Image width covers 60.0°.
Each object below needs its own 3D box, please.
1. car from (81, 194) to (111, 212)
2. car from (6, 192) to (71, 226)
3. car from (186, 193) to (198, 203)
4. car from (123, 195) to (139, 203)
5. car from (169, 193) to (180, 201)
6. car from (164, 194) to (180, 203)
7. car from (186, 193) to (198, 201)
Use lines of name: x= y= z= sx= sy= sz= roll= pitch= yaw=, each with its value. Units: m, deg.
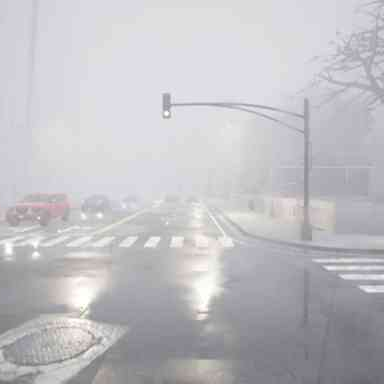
car: x=-9.842 y=1.050 z=34.312 sx=2.097 sy=1.767 sz=4.553 roll=0 pitch=1 yaw=0
car: x=-9.854 y=1.044 z=21.931 sx=2.150 sy=2.045 sz=5.566 roll=0 pitch=1 yaw=0
car: x=-0.009 y=1.039 z=52.638 sx=1.812 sy=1.442 sz=4.674 roll=0 pitch=1 yaw=0
car: x=-9.791 y=1.110 z=53.286 sx=1.895 sy=1.301 sz=4.718 roll=0 pitch=1 yaw=1
car: x=-3.261 y=0.985 z=62.641 sx=1.994 sy=1.385 sz=4.181 roll=0 pitch=1 yaw=0
car: x=-3.259 y=1.115 z=52.669 sx=1.895 sy=1.301 sz=4.718 roll=0 pitch=1 yaw=0
car: x=-0.011 y=0.912 z=62.642 sx=2.128 sy=1.511 sz=4.902 roll=0 pitch=1 yaw=0
